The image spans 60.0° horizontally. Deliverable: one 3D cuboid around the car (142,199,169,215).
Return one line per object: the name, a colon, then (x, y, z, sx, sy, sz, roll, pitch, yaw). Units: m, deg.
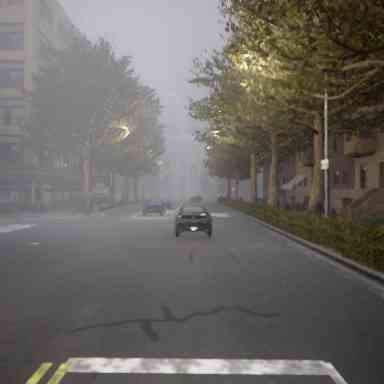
car: (-3.639, 1.404, 32.666, 1.882, 1.535, 5.008, 0, 0, 1)

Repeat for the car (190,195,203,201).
car: (0.846, 1.376, 66.418, 1.812, 1.442, 4.674, 0, 0, 12)

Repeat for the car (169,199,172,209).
car: (-3.620, 1.505, 42.485, 1.895, 1.301, 4.718, 0, 0, 0)

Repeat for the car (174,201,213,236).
car: (0.082, 1.463, 18.160, 1.837, 1.490, 4.892, 0, 0, 0)
